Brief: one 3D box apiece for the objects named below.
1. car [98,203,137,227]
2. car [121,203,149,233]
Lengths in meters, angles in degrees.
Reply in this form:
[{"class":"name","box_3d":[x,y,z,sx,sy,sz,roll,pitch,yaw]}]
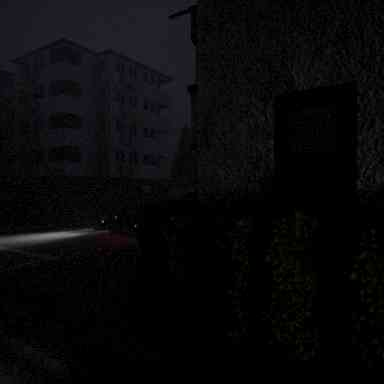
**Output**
[{"class":"car","box_3d":[-3.929,1.492,21.903,2.128,1.511,4.902,0,0,35]},{"class":"car","box_3d":[-1.522,1.526,18.806,1.812,1.442,4.674,0,0,34]}]
